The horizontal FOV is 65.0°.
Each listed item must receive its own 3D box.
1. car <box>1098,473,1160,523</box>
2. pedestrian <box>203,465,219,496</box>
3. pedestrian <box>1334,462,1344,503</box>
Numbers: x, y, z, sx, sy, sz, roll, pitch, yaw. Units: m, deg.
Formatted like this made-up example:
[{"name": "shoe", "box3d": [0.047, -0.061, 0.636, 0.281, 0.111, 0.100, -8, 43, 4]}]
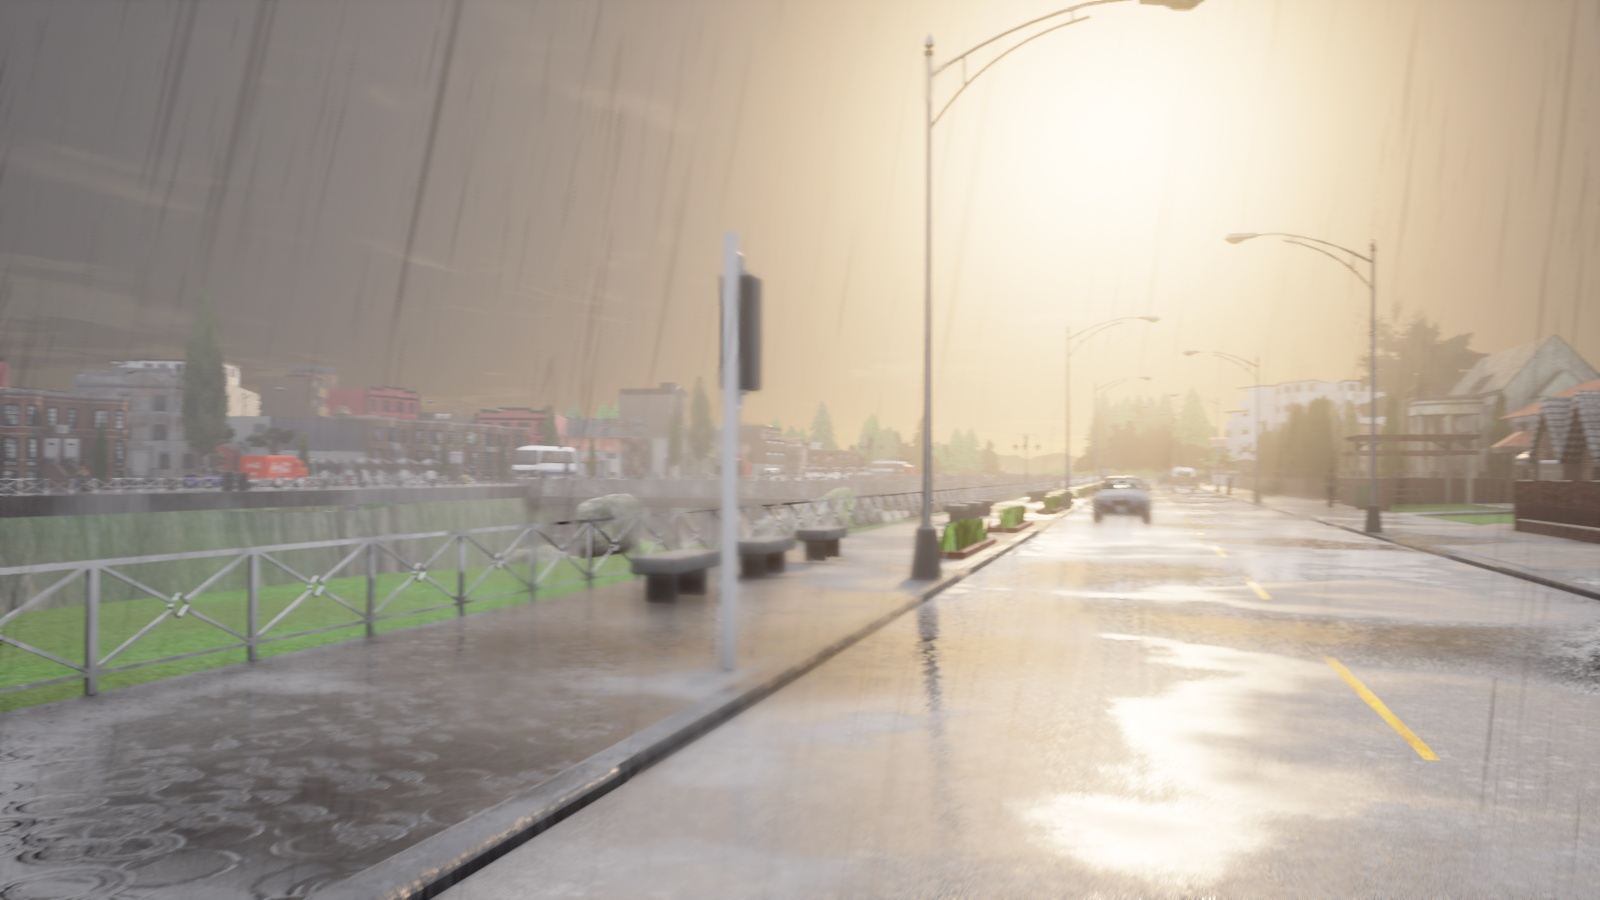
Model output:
[{"name": "car", "box3d": [10.502, 1.486, 40.018, 1.816, 1.474, 4.193, 0, -1, 15]}, {"name": "pedestrian", "box3d": [-35.157, 1.842, 74.933, 0.540, 1.848, 0.694, 0, -1, 13]}, {"name": "pedestrian", "box3d": [23.448, 1.409, 54.652, 0.328, 1.805, 0.869, -1, -1, 27]}]
